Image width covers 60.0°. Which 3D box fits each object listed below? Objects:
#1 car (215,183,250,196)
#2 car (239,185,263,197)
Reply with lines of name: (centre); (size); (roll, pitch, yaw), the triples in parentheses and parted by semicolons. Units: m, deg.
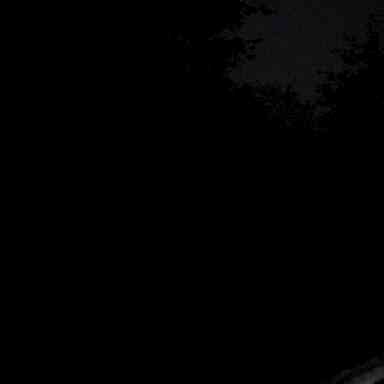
car: (5.228, -0.324, 42.287); (2.097, 1.535, 5.008); (5, 3, 36)
car: (7.440, -0.087, 40.627); (2.163, 1.488, 4.792); (5, 3, 36)
